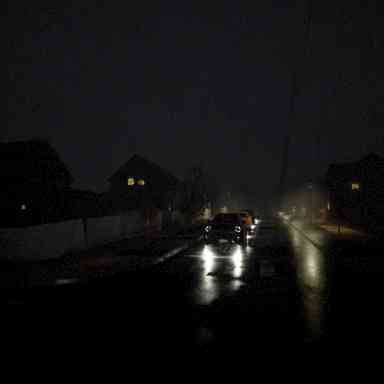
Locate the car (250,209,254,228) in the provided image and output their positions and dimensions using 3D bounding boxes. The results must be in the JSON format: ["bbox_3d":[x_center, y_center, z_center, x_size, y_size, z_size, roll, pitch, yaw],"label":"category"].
[{"bbox_3d":[4.154,2.443,28.895,1.882,1.535,5.008,-1,-2,12],"label":"car"}]

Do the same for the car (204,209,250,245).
[{"bbox_3d":[2.039,2.012,19.397,2.097,1.767,4.553,-1,-2,13],"label":"car"}]

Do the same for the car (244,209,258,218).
[{"bbox_3d":[9.207,3.326,51.332,1.895,1.301,4.718,-1,-2,13],"label":"car"}]

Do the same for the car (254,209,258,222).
[{"bbox_3d":[6.312,2.763,38.608,1.882,1.535,5.008,-1,-2,13],"label":"car"}]
